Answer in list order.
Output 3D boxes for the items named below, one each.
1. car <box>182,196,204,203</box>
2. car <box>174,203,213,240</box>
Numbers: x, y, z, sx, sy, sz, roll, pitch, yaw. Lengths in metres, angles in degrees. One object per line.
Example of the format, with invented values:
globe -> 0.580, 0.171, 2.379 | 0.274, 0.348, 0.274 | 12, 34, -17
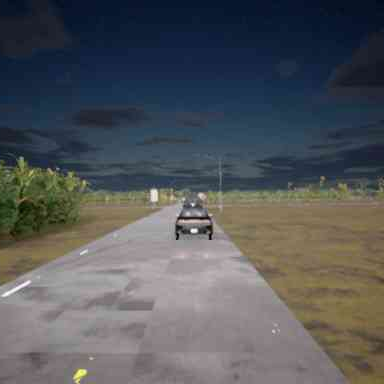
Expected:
car -> 0.097, 1.503, 36.438 | 2.150, 2.045, 5.566 | 0, -1, 0
car -> 0.099, 1.578, 17.630 | 2.128, 1.511, 4.902 | 0, 0, 0
